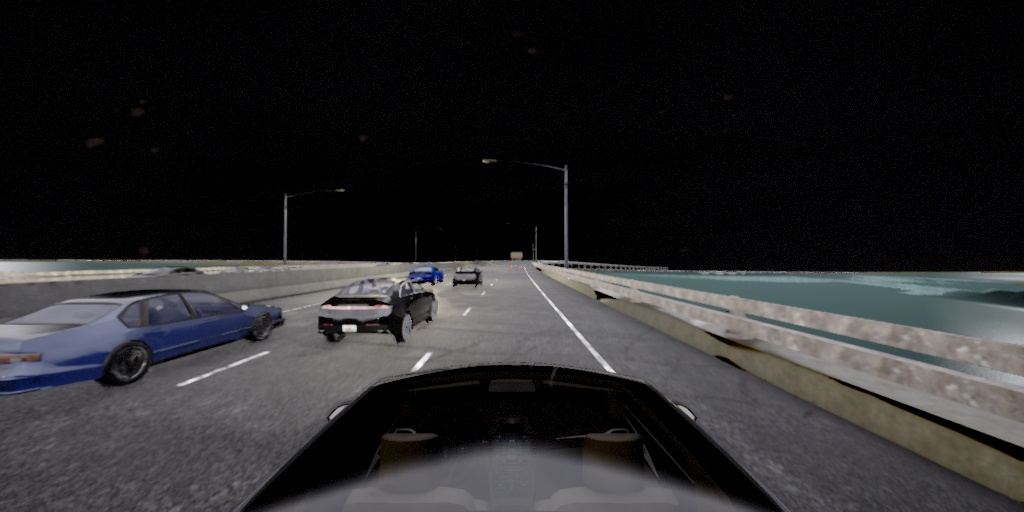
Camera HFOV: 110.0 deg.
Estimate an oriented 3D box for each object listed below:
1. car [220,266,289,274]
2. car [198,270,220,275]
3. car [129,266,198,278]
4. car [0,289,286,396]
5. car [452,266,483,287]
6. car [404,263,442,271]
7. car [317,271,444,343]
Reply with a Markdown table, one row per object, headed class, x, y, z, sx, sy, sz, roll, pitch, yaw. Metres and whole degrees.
| class | x | y | z | sx | sy | sz | roll | pitch | yaw |
| --- | --- | --- | --- | --- | --- | --- | --- | --- | --- |
| car | -17.484 | 1.495 | 25.481 | 2.128 | 1.511 | 4.902 | 0 | -1 | 1 |
| car | -20.965 | 1.588 | 27.417 | 1.994 | 1.385 | 4.181 | 0 | -1 | 1 |
| car | -24.483 | 1.509 | 25.613 | 1.837 | 1.490 | 4.892 | 0 | -1 | 1 |
| car | -6.895 | 1.354 | 6.984 | 2.033 | 1.411 | 5.357 | 0 | -1 | 0 |
| car | -3.274 | 1.515 | 27.119 | 2.128 | 1.511 | 4.902 | 0 | -1 | 1 |
| car | -6.758 | 1.517 | 28.704 | 1.882 | 1.535 | 5.008 | 0 | -1 | 1 |
| car | -3.385 | 1.331 | 9.923 | 2.128 | 1.511 | 4.902 | 0 | -1 | 0 |
